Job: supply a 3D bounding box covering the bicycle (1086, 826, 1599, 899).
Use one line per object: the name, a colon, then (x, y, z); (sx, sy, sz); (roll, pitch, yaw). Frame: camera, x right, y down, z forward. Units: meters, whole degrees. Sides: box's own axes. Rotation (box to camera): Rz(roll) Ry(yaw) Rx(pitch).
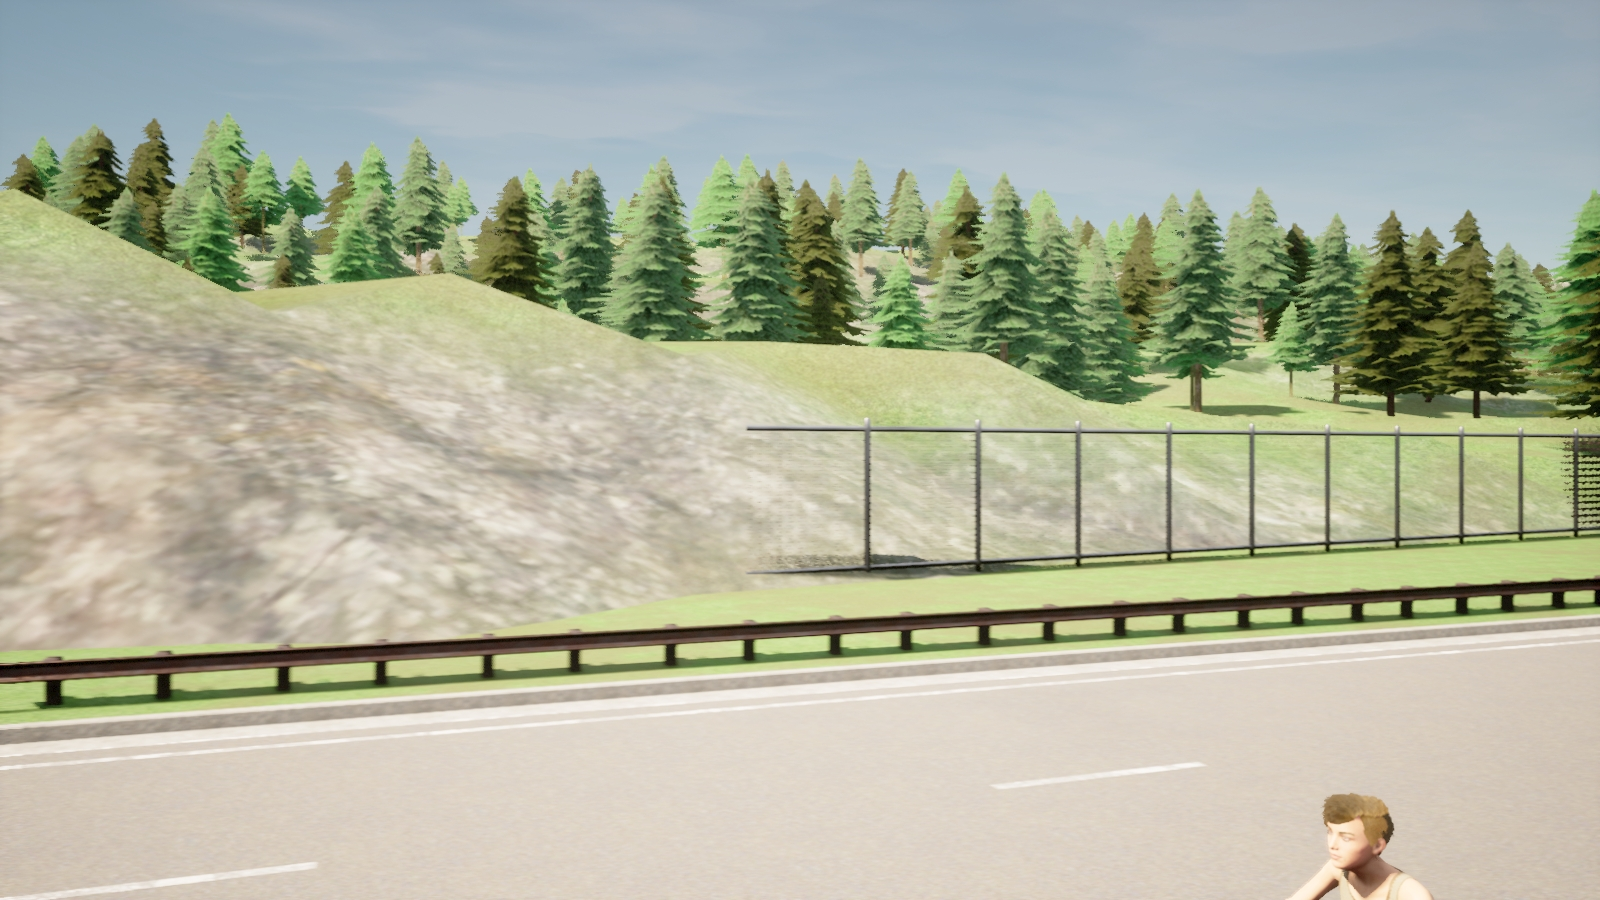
bicycle: (1.875, 2.158, 3.965); (1.487, 1.277, 0.859); (0, 0, -20)
